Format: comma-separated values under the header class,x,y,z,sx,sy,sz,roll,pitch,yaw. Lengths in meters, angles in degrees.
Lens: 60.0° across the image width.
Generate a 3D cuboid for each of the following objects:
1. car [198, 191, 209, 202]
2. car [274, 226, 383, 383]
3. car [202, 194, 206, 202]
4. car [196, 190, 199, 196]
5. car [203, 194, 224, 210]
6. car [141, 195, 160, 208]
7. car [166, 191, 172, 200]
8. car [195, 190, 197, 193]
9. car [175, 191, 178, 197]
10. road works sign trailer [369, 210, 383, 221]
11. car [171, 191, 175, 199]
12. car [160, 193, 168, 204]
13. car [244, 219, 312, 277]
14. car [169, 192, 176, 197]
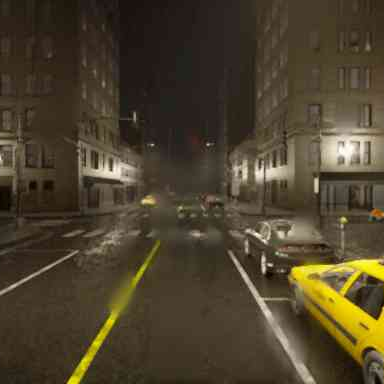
class,x,y,z,sx,sy,sz,roll,pitch,yaw
car,2.566,0.951,59.337,1.967,1.590,4.097,0,0,0
car,2.639,1.488,4.500,1.752,1.417,4.829,0,0,0
car,2.587,1.235,42.293,1.802,1.307,4.206,0,0,0
car,2.552,0.730,70.699,2.192,1.841,5.009,0,0,0
car,2.593,1.251,36.611,2.008,1.369,4.403,0,0,0
car,-5.438,1.180,42.111,1.752,1.417,4.829,0,0,0
car,-5.466,1.014,65.006,2.008,1.369,4.403,0,0,0
car,2.525,0.747,93.597,1.752,1.417,4.829,0,1,0
car,-5.493,0.587,87.728,2.192,1.841,5.009,0,0,0
road works sign trailer,13.370,0.206,21.525,2.880,3.560,2.380,0,1,0
car,-5.480,0.807,76.367,1.967,1.590,4.097,0,0,0
car,-5.452,1.125,53.644,1.947,1.339,4.313,0,0,0
car,2.628,1.470,9.736,2.008,1.369,4.403,0,0,0
car,-5.500,0.806,93.411,1.802,1.307,4.206,0,0,0
